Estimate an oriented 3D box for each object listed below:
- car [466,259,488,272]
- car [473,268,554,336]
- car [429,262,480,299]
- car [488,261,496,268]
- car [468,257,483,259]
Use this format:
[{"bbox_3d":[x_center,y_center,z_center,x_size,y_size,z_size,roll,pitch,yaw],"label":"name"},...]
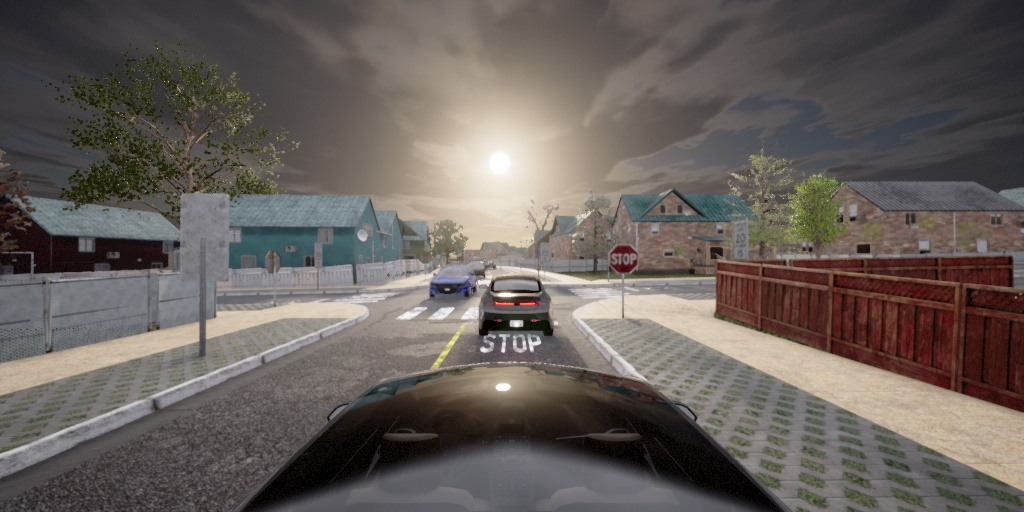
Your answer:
[{"bbox_3d":[-3.551,1.314,35.531,1.882,1.535,5.008,0,0,-4],"label":"car"},{"bbox_3d":[0.095,1.252,10.384,1.837,1.490,4.892,0,0,0],"label":"car"},{"bbox_3d":[-2.921,1.229,18.486,1.882,1.535,5.008,0,0,-1],"label":"car"},{"bbox_3d":[-3.842,1.518,62.024,1.812,1.442,4.674,0,-1,-10],"label":"car"},{"bbox_3d":[-5.067,1.136,51.129,2.150,2.045,5.566,0,0,-8],"label":"car"}]
